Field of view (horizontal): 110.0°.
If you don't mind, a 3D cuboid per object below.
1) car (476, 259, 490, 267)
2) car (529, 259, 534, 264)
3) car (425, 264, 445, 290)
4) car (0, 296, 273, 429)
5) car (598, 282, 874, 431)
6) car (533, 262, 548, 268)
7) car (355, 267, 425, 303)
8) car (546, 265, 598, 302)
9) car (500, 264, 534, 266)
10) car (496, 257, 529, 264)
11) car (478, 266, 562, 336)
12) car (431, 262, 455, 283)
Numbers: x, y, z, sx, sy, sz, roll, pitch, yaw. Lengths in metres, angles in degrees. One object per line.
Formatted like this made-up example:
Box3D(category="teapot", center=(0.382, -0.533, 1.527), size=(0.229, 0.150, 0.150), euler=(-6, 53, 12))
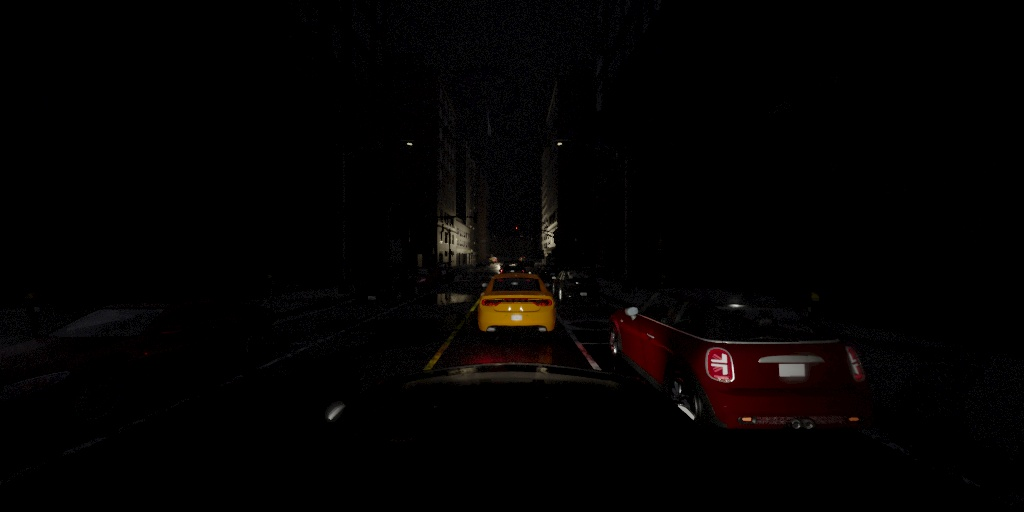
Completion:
Box3D(category="car", center=(-5.512, 1.375, 64.722), size=(1.802, 1.307, 4.207), euler=(0, 0, 0))
Box3D(category="car", center=(3.013, 1.232, 64.693), size=(1.967, 1.591, 4.097), euler=(0, 0, 0))
Box3D(category="car", center=(-5.630, 1.334, 22.119), size=(1.802, 1.307, 4.207), euler=(0, 0, 0))
Box3D(category="car", center=(-5.661, 1.332, 5.616), size=(1.802, 1.307, 4.207), euler=(0, 0, 0))
Box3D(category="car", center=(2.864, 1.190, 5.599), size=(1.967, 1.591, 4.097), euler=(0, 0, 0))
Box3D(category="car", center=(2.907, 1.319, 27.604), size=(1.948, 1.339, 4.313), euler=(0, 0, 0))
Box3D(category="car", center=(-5.640, 1.317, 16.618), size=(1.948, 1.339, 4.313), euler=(0, 0, 0))
Box3D(category="car", center=(2.885, 1.301, 16.601), size=(2.007, 1.370, 4.403), euler=(0, 0, 0))
Box3D(category="car", center=(0.135, 1.315, 19.475), size=(1.994, 1.385, 4.181), euler=(0, 0, 0))
Box3D(category="car", center=(0.081, 1.105, 28.207), size=(2.097, 1.767, 4.553), euler=(0, 0, 1))
Box3D(category="car", center=(0.114, 1.228, 10.487), size=(1.882, 1.535, 5.008), euler=(0, 0, 0))
Box3D(category="car", center=(-5.619, 1.193, 27.621), size=(1.967, 1.591, 4.097), euler=(0, 0, 0))
